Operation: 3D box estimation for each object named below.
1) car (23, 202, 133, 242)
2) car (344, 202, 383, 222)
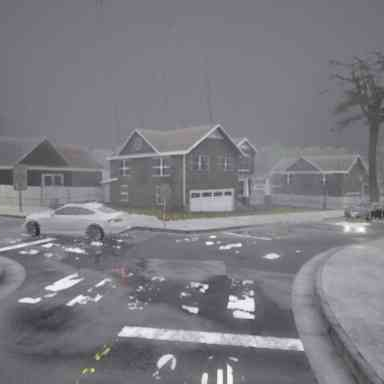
[{"bbox_3d":[-4.779,1.145,14.020,4.674,1.442,1.812,2,5,15],"label":"car"},{"bbox_3d":[14.182,1.559,27.188,4.902,1.511,2.128,1,1,-43],"label":"car"}]
